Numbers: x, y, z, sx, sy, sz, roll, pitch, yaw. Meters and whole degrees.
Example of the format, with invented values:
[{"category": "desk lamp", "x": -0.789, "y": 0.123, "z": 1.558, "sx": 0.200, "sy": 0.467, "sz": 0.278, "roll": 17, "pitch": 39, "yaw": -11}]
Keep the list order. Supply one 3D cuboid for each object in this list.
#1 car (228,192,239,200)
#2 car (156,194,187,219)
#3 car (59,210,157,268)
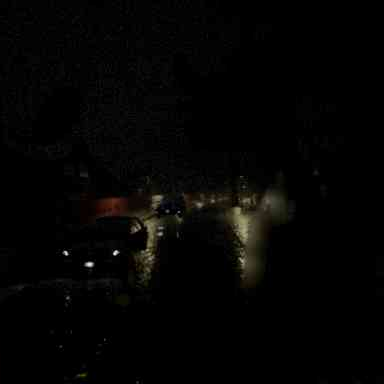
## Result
[{"category": "car", "x": 11.399, "y": 1.120, "z": 92.695, "sx": 2.150, "sy": 2.045, "sz": 5.566, "roll": -1, "pitch": 0, "yaw": 12}, {"category": "car", "x": -1.742, "y": 1.205, "z": 29.615, "sx": 2.150, "sy": 2.045, "sz": 5.566, "roll": -1, "pitch": 0, "yaw": 5}, {"category": "car", "x": -2.703, "y": 1.562, "z": 11.622, "sx": 2.033, "sy": 1.411, "sz": 5.357, "roll": -1, "pitch": 0, "yaw": 1}]
